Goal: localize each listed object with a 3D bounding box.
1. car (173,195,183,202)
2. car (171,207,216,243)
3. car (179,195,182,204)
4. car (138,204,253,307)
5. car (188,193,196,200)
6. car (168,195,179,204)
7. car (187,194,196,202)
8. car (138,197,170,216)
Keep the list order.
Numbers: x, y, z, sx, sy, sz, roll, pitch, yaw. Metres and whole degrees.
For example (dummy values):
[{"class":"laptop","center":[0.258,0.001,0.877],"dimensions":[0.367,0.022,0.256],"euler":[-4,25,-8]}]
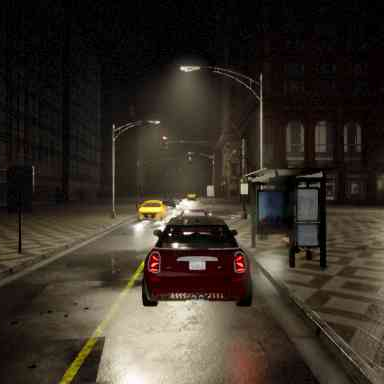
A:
[{"class":"car","center":[-3.054,1.401,72.077],"dimensions":[2.033,1.411,5.357],"euler":[0,0,0]},{"class":"car","center":[0.083,1.558,16.791],"dimensions":[1.994,1.385,4.181],"euler":[0,0,0]},{"class":"car","center":[-3.123,1.504,58.812],"dimensions":[1.895,1.301,4.718],"euler":[0,0,0]},{"class":"car","center":[0.094,1.352,8.148],"dimensions":[2.097,1.767,4.553],"euler":[0,0,0]},{"class":"car","center":[-0.065,1.126,84.356],"dimensions":[1.882,1.535,5.008],"euler":[0,0,0]},{"class":"car","center":[-3.132,1.444,45.787],"dimensions":[1.837,1.490,4.892],"euler":[0,0,0]},{"class":"car","center":[-0.057,1.441,74.382],"dimensions":[1.895,1.301,4.718],"euler":[0,0,0]},{"class":"car","center":[-3.124,1.454,26.838],"dimensions":[1.882,1.535,5.008],"euler":[0,0,0]}]
